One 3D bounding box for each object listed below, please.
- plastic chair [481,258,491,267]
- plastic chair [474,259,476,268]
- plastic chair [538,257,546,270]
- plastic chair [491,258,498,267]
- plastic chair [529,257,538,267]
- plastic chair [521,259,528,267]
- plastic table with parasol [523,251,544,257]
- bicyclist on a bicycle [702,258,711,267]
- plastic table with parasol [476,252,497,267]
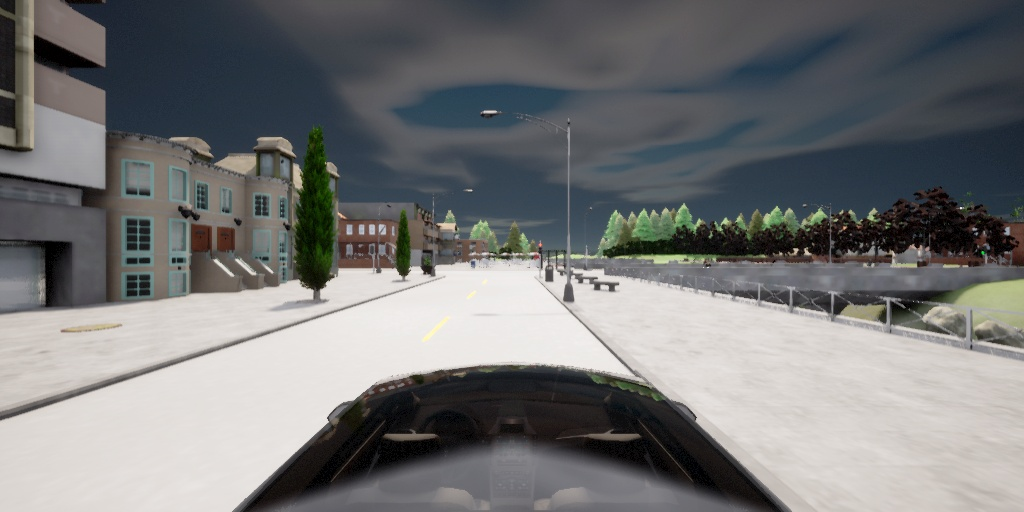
[{"bbox_3d":[-4.361,1.250,59.470,0.750,1.272,0.730,0,0,0],"label":"plastic chair"},{"bbox_3d":[-5.561,1.250,60.770,0.730,1.272,0.750,0,0,0],"label":"plastic chair"},{"bbox_3d":[4.839,1.251,59.771,0.730,1.272,0.750,0,0,0],"label":"plastic chair"},{"bbox_3d":[-2.961,1.251,60.570,0.730,1.272,0.750,0,0,0],"label":"plastic chair"},{"bbox_3d":[3.439,1.251,58.670,0.750,1.272,0.730,0,0,0],"label":"plastic chair"},{"bbox_3d":[2.239,1.251,59.970,0.730,1.272,0.750,0,0,0],"label":"plastic chair"},{"bbox_3d":[3.579,0.647,59.940,2.482,2.480,2.482,0,0,0],"label":"plastic table with parasol"},{"bbox_3d":[19.812,1.076,36.478,0.582,1.620,1.656,0,0,0],"label":"bicyclist on a bicycle"},{"bbox_3d":[-4.241,0.647,60.690,2.482,2.480,2.482,0,0,0],"label":"plastic table with parasol"}]
